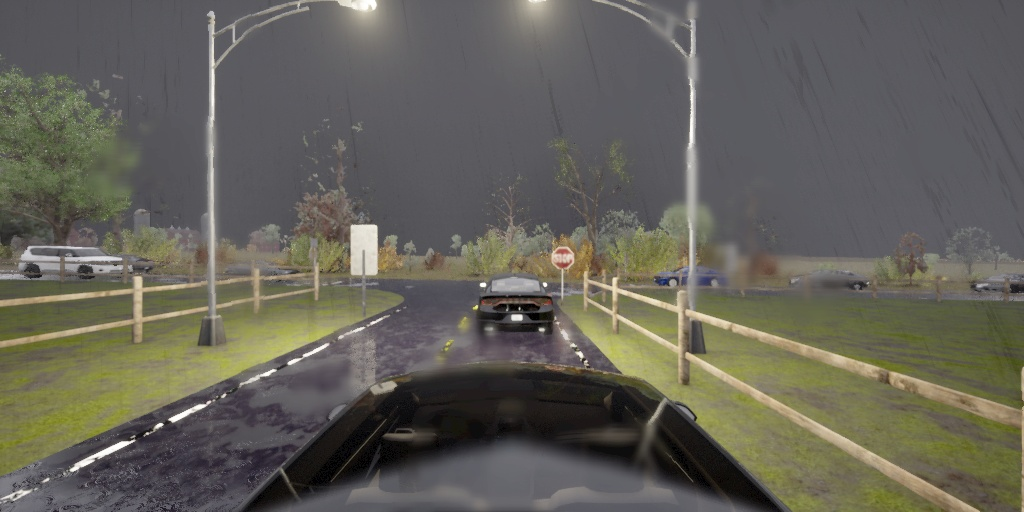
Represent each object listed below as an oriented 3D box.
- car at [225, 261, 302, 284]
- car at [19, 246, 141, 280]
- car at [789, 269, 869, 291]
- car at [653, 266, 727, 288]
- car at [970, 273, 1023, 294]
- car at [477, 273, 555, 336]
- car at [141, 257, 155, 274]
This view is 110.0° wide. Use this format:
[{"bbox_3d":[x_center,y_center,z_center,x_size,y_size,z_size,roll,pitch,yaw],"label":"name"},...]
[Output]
[{"bbox_3d":[-15.980,1.006,23.187,4.181,1.385,1.994,1,1,0],"label":"car"},{"bbox_3d":[-28.072,0.400,23.183,5.566,2.045,2.150,1,1,0],"label":"car"},{"bbox_3d":[23.038,1.734,26.134,4.902,1.511,2.128,1,1,0],"label":"car"},{"bbox_3d":[12.890,1.503,26.101,5.008,1.535,1.882,1,1,-1],"label":"car"},{"bbox_3d":[36.573,2.019,26.117,4.902,1.511,2.128,1,1,0],"label":"car"},{"bbox_3d":[0.062,1.223,10.470,1.882,1.535,5.008,0,0,-1],"label":"car"},{"bbox_3d":[-29.051,0.612,26.137,4.902,1.511,2.128,1,1,0],"label":"car"}]
